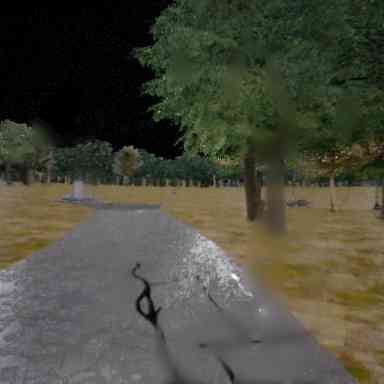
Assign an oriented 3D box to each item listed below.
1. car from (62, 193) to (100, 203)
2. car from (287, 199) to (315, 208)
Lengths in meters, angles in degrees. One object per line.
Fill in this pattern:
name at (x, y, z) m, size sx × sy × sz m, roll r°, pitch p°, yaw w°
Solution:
car at (-16.097, 0.768, 48.436) m, size 5.357 × 1.411 × 2.033 m, roll 2°, pitch -1°, yaw -14°
car at (18.781, 1.942, 57.223) m, size 4.892 × 1.490 × 1.837 m, roll 2°, pitch -1°, yaw -14°
